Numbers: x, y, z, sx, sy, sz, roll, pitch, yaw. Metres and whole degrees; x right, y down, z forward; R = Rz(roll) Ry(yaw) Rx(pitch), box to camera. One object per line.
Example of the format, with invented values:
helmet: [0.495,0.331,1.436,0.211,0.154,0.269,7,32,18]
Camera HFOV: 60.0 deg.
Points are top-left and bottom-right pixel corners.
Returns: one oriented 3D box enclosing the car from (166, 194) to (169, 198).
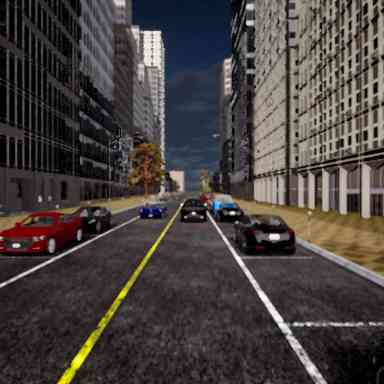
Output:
car: [-5.632,1.093,75.611,2.008,1.369,4.403,0,0,0]

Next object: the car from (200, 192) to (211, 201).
car: [2.746,0.895,69.900,2.192,1.841,5.009,0,0,0]

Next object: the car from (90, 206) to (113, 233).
car: [-5.674,1.464,18.687,1.947,1.339,4.313,0,0,0]

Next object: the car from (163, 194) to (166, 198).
car: [-5.649,1.242,52.843,2.008,1.369,4.403,0,0,0]

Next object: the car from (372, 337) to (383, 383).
car: [2.694,1.557,1.596,1.947,1.339,4.313,0,0,0]

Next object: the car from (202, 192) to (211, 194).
car: [2.738,0.970,58.516,2.192,1.841,5.009,0,0,0]

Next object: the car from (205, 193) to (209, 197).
car: [2.720,1.238,35.748,1.967,1.590,4.097,0,0,0]

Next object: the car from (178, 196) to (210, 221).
car: [0.119,1.336,25.690,1.882,1.535,5.008,0,0,0]

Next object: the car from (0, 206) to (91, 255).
car: [-5.678,1.474,12.994,1.887,1.381,4.507,0,0,0]

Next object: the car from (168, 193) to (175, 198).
car: [-5.619,1.005,92.687,1.802,1.307,4.206,0,0,0]

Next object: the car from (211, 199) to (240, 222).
car: [2.711,1.432,24.364,1.947,1.339,4.313,0,0,0]

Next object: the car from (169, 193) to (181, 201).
car: [-2.952,1.126,68.130,2.033,1.411,5.357,0,0,0]

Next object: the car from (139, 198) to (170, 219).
car: [-3.080,1.451,27.061,1.895,1.301,4.718,0,0,0]

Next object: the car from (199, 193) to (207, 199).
car: [2.753,1.027,81.455,1.752,1.417,4.829,0,0,0]

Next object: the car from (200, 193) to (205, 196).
car: [0.129,1.263,42.113,2.163,1.488,4.792,0,0,0]

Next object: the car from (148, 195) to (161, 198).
car: [-5.653,1.254,46.979,1.752,1.417,4.829,0,0,0]

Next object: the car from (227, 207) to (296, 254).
car: [2.703,1.495,12.980,1.947,1.339,4.313,0,0,0]

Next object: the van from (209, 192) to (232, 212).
van: [2.716,1.174,30.057,1.690,1.788,3.998,0,0,0]

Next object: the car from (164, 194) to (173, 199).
car: [-5.628,1.069,81.304,1.947,1.339,4.313,0,0,0]
